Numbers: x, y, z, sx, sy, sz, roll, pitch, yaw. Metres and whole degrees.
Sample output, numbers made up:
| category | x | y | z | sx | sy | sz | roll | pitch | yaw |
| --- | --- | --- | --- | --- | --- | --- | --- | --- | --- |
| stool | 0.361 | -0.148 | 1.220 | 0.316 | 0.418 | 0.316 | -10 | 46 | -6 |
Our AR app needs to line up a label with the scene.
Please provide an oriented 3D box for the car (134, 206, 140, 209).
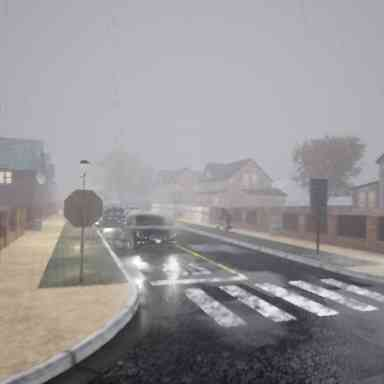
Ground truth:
| category | x | y | z | sx | sy | sz | roll | pitch | yaw |
| --- | --- | --- | --- | --- | --- | --- | --- | --- | --- |
| car | -6.907 | 2.316 | 38.409 | 1.812 | 1.442 | 4.674 | 2 | -2 | -19 |

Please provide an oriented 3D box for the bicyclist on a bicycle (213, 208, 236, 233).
| category | x | y | z | sx | sy | sz | roll | pitch | yaw |
| --- | --- | --- | --- | --- | --- | --- | --- | --- | --- |
| bicyclist on a bicycle | 2.113 | 1.835 | 21.306 | 1.656 | 1.620 | 0.582 | 2 | -2 | -19 |

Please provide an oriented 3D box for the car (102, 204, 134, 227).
| category | x | y | z | sx | sy | sz | roll | pitch | yaw |
| --- | --- | --- | --- | --- | --- | --- | --- | --- | --- |
| car | -6.322 | 2.038 | 27.749 | 1.812 | 1.442 | 4.674 | 2 | -2 | -19 |

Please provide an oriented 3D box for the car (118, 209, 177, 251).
| category | x | y | z | sx | sy | sz | roll | pitch | yaw |
| --- | --- | --- | --- | --- | --- | --- | --- | --- | --- |
| car | -2.125 | 1.781 | 15.643 | 1.837 | 1.490 | 4.892 | 2 | -2 | -19 |
